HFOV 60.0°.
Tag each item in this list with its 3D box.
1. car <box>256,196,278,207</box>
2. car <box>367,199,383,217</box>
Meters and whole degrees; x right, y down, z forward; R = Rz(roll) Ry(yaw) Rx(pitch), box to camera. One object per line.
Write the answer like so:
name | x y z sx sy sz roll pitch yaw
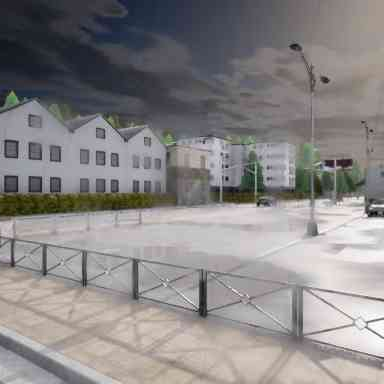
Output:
car | 10.673 1.313 47.132 1.837 1.490 4.892 0 0 32
car | 15.421 1.298 26.811 2.007 1.523 4.514 0 0 35
